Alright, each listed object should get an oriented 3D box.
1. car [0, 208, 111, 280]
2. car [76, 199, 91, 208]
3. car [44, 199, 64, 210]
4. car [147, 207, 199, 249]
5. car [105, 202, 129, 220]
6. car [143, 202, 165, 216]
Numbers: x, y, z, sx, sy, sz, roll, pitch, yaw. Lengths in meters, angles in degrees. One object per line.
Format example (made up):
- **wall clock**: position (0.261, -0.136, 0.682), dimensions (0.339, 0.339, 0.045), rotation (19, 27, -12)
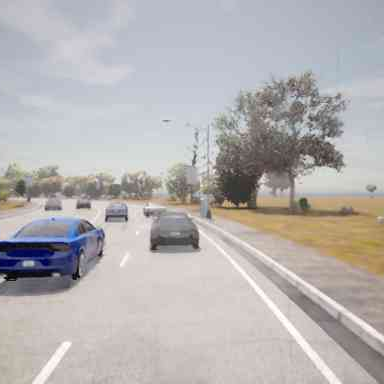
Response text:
- **car**: position (-3.919, 1.488, 10.081), dimensions (1.882, 1.535, 5.008), rotation (0, 0, -4)
- **car**: position (-14.392, 1.629, 44.325), dimensions (1.895, 1.301, 4.718), rotation (0, 0, -18)
- **car**: position (-17.135, 1.555, 41.321), dimensions (1.812, 1.442, 4.674), rotation (0, 0, -17)
- **car**: position (-0.841, 1.570, 14.756), dimensions (1.994, 1.385, 4.181), rotation (0, 0, -6)
- **car**: position (-6.332, 1.566, 28.132), dimensions (2.033, 1.411, 5.357), rotation (0, 0, -11)
- **car**: position (-3.730, 1.618, 32.567), dimensions (1.895, 1.301, 4.718), rotation (0, 0, -13)
